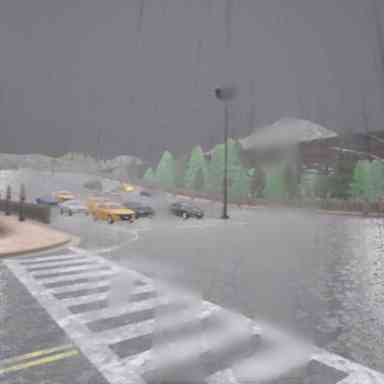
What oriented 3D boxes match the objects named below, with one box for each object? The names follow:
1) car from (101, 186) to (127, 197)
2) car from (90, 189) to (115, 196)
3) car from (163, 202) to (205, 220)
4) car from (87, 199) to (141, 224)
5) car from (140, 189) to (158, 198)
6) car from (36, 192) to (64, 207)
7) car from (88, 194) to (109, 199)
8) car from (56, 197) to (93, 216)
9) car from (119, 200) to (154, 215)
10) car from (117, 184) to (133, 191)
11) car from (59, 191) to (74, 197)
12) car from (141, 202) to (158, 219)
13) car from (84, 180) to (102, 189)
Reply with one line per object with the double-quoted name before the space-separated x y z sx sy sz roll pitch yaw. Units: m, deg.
"car" -14.128 0.197 60.130 1.895 1.301 4.718 1 6 -37
"car" -13.096 0.937 46.785 2.097 1.767 4.553 1 4 -37
"car" -0.808 1.690 30.547 1.837 1.490 4.892 1 0 -37
"car" -6.223 1.586 26.101 1.882 1.535 5.008 1 0 -37
"car" -8.287 0.216 64.012 2.128 1.511 4.902 1 6 -37
"car" -18.149 1.045 41.855 1.882 1.535 5.008 1 3 -37
"car" -11.069 1.456 38.273 1.882 1.535 5.008 1 2 -37
"car" -11.851 1.564 33.536 1.812 1.442 4.674 1 1 -37
"car" -6.403 1.715 37.909 1.895 1.301 4.718 1 1 -37
"car" -14.544 -1.089 72.192 1.882 1.535 5.008 1 7 -37
"car" -18.519 0.670 48.197 1.882 1.535 5.008 1 4 -37
"car" -5.185 1.689 30.520 2.033 1.411 5.357 1 0 -37
"car" -20.237 -1.450 68.162 2.150 2.045 5.566 1 7 -37
